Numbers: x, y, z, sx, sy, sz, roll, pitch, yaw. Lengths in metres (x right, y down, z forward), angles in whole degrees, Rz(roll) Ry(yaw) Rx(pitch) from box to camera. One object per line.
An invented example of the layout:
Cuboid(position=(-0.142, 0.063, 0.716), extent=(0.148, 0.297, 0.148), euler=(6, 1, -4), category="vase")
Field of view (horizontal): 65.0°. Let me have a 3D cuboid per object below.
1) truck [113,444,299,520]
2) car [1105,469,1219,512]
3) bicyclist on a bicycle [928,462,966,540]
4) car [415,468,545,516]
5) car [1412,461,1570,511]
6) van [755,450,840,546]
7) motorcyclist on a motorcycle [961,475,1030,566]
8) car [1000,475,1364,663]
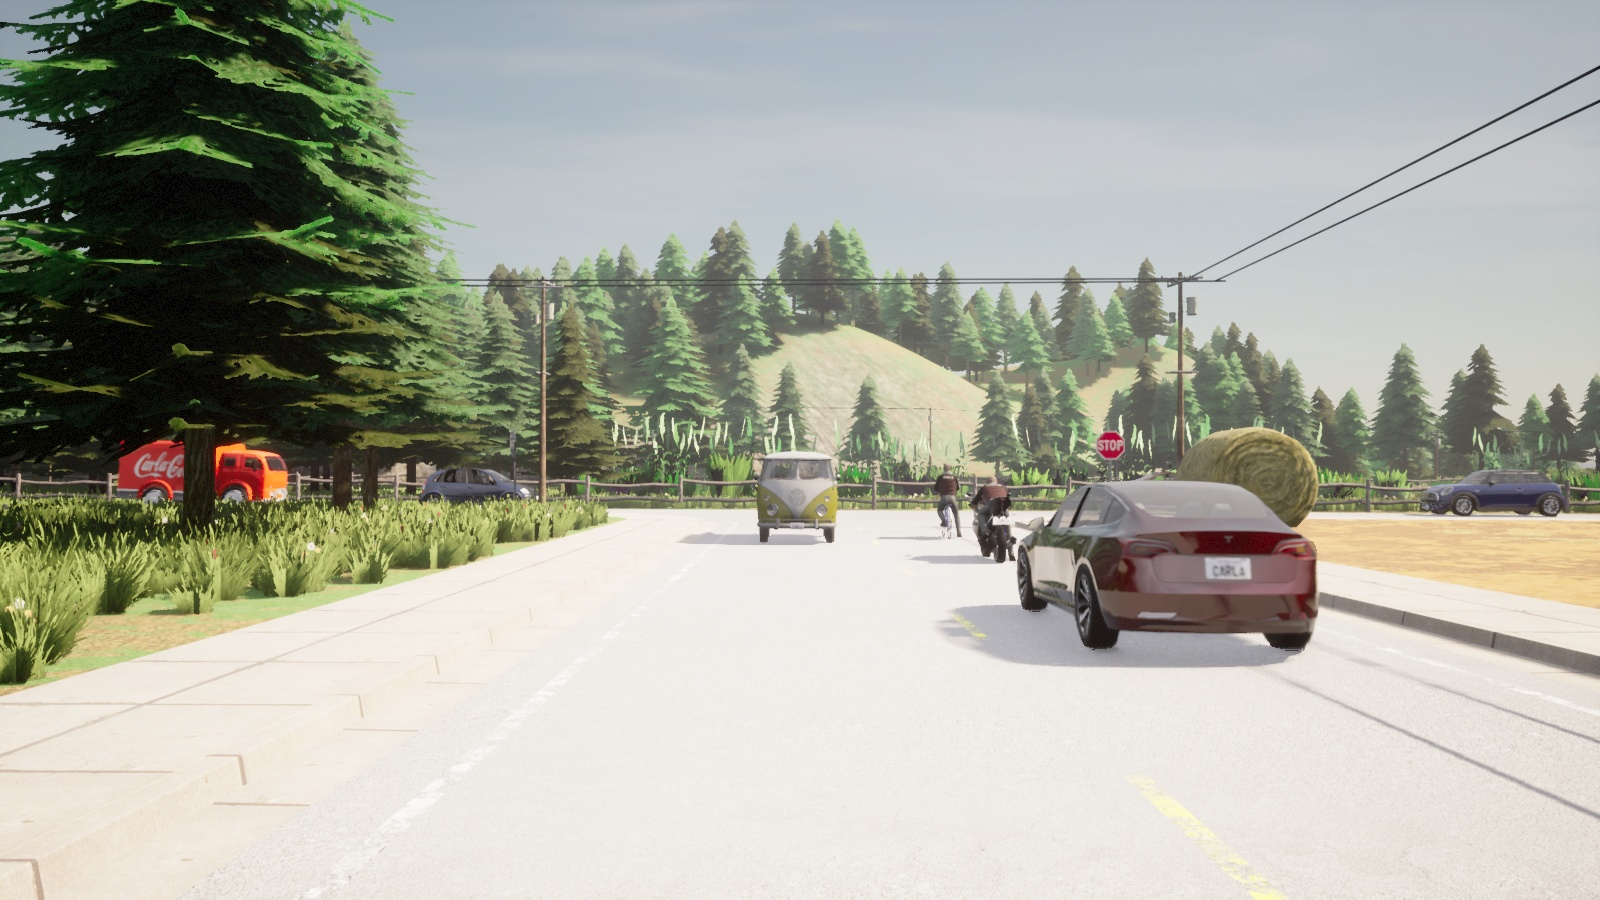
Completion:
Cuboid(position=(-20.754, 1.093, 44.057), extent=(5.204, 2.467, 2.627), euler=(1, -1, 2), category="truck")
Cuboid(position=(13.215, 1.477, 46.021), extent=(3.705, 1.549, 1.789), euler=(0, -1, 3), category="car")
Cuboid(position=(3.430, 1.164, 29.355), extent=(0.659, 1.776, 1.843), euler=(0, -1, 0), category="bicyclist on a bicycle")
Cuboid(position=(-11.075, 1.454, 43.640), extent=(3.988, 1.617, 1.851), euler=(0, -1, 3), category="car")
Cuboid(position=(24.947, 1.300, 45.481), extent=(4.553, 1.767, 2.097), euler=(0, -1, 3), category="car")
Cuboid(position=(-0.062, 1.043, 28.379), extent=(1.775, 1.987, 4.442), euler=(0, -1, 0), category="van")
Cuboid(position=(3.447, 1.211, 22.362), extent=(0.866, 1.530, 2.191), euler=(0, -1, 0), category="motorcyclist on a motorcycle")
Cuboid(position=(3.470, 1.011, 12.564), extent=(2.163, 1.488, 4.792), euler=(0, -1, 0), category="car")
